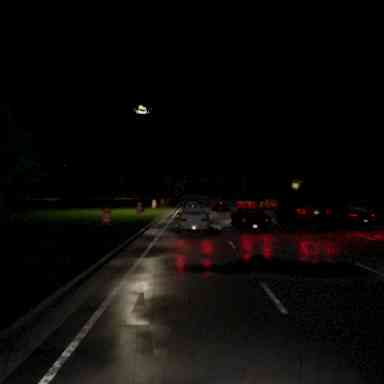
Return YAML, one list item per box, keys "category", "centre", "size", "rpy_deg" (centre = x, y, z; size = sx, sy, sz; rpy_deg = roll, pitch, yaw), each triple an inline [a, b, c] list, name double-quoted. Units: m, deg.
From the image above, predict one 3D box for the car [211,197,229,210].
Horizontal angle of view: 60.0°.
- category: "car"
  centre: [3.595, 1.481, 43.515]
  size: [2.097, 1.767, 4.553]
  rpy_deg: [0, 0, 0]

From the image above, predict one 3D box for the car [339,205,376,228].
- category: "car"
  centre: [10.600, 1.593, 22.592]
  size: [1.812, 1.442, 4.674]
  rpy_deg: [0, 0, 0]

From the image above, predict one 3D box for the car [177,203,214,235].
- category: "car"
  centre: [0.098, 1.582, 19.243]
  size: [1.812, 1.442, 4.674]
  rpy_deg: [0, 0, 0]

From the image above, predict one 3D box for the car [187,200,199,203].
- category: "car"
  centre: [0.094, 1.663, 39.240]
  size: [2.033, 1.411, 5.357]
  rpy_deg: [0, 0, 0]

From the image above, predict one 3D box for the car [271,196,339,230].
- category: "car"
  centre: [7.099, 1.286, 21.646]
  size: [2.150, 2.045, 5.566]
  rpy_deg: [0, 0, 0]

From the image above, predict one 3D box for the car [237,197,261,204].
- category: "car"
  centre: [7.094, 1.480, 43.024]
  size: [2.097, 1.767, 4.553]
  rpy_deg: [0, 0, 0]

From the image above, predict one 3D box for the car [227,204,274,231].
- category: "car"
  centre: [3.599, 1.663, 21.145]
  size: [1.895, 1.301, 4.718]
  rpy_deg: [0, 0, 0]

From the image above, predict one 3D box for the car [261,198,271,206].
- category: "car"
  centre: [10.596, 1.612, 45.475]
  size: [1.882, 1.535, 5.008]
  rpy_deg: [0, 0, 0]
